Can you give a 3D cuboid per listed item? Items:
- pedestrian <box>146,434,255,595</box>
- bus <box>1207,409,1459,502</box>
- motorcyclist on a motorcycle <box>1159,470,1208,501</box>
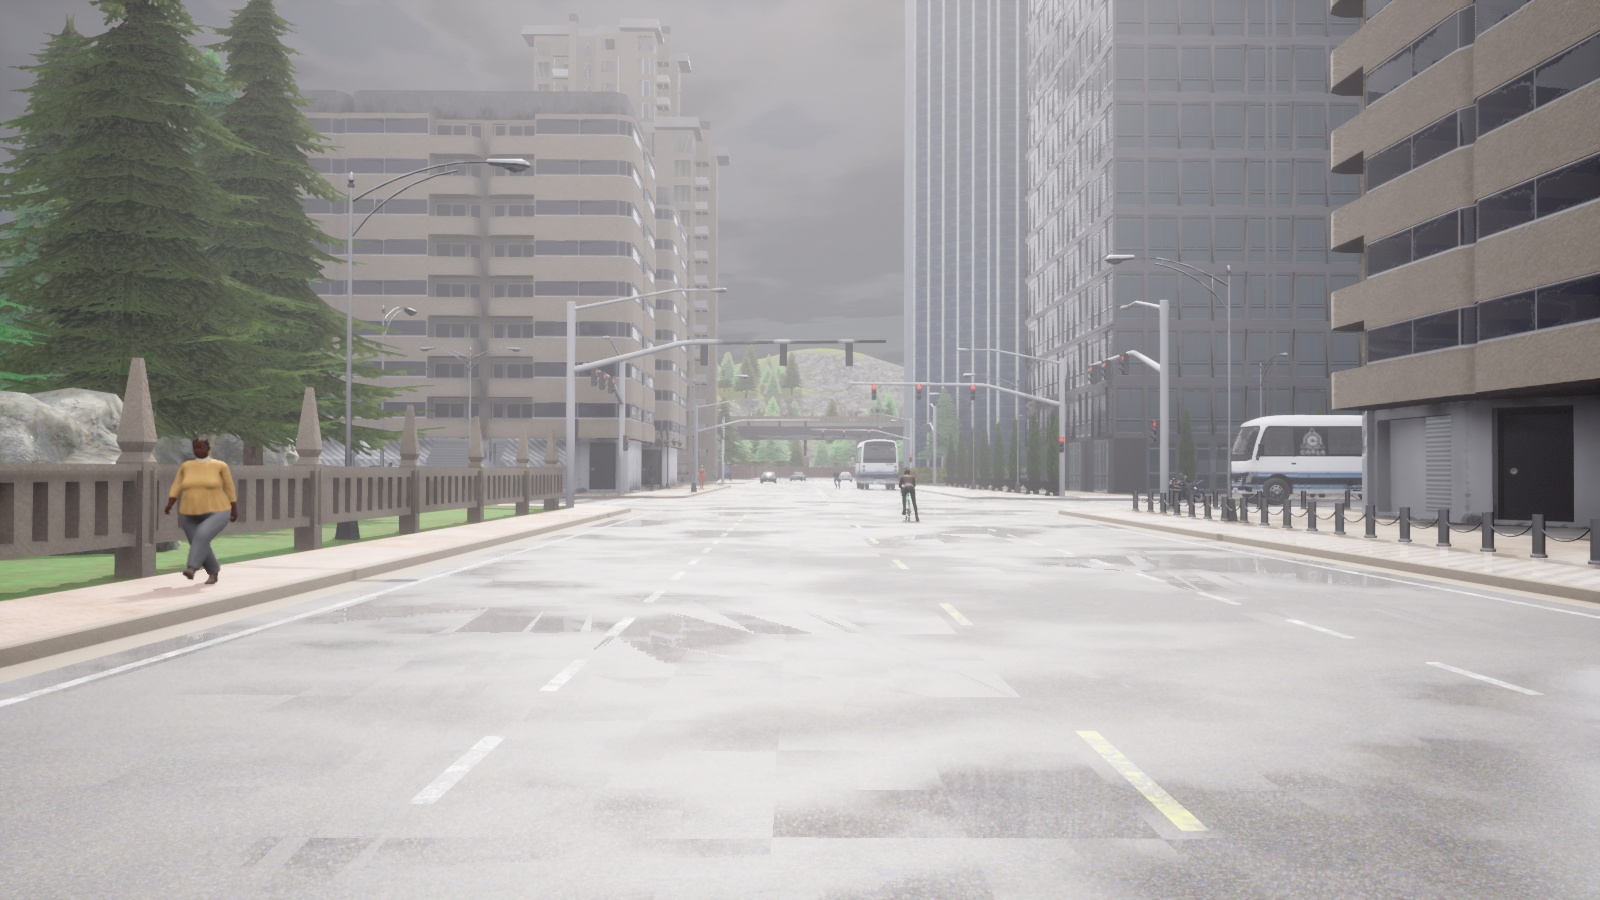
[{"bbox_3d":[-7.110,0.752,14.942,0.874,1.855,0.900,0,-1,-2],"label":"pedestrian"},{"bbox_3d":[25.076,0.280,59.561,10.273,4.253,3.944,0,-1,0],"label":"bus"},{"bbox_3d":[19.262,1.773,63.053,2.191,1.530,0.866,0,-1,0],"label":"motorcyclist on a motorcycle"}]
